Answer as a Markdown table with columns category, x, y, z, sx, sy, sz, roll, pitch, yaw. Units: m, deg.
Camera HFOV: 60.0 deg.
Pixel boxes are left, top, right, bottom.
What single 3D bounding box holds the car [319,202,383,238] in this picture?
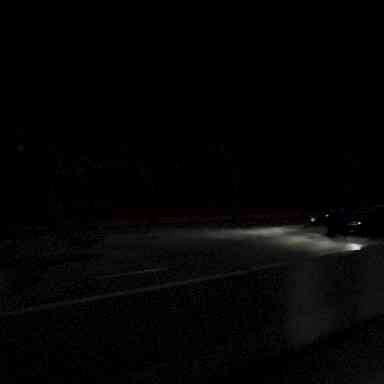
| category | x | y | z | sx | sy | sz | roll | pitch | yaw |
| --- | --- | --- | --- | --- | --- | --- | --- | --- | --- |
| car | 9.231 | 1.390 | 16.988 | 5.008 | 1.535 | 1.882 | 0 | 0 | -25 |

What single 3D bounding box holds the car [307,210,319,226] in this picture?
| category | x | y | z | sx | sy | sz | roll | pitch | yaw |
| --- | --- | --- | --- | --- | --- | --- | --- | --- | --- |
| car | 9.488 | 1.393 | 20.929 | 4.902 | 1.511 | 2.128 | 0 | 0 | -24 |
